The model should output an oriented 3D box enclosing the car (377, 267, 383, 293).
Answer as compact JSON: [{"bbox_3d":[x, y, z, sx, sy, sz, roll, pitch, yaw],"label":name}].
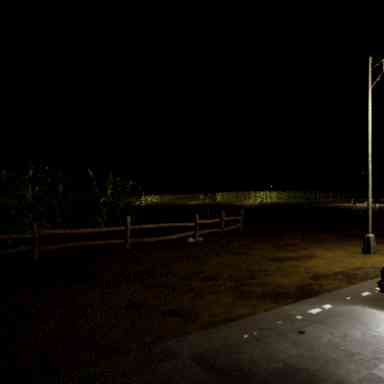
[{"bbox_3d":[6.360,1.560,7.508,5.357,1.411,2.033,0,0,-35],"label":"car"}]
